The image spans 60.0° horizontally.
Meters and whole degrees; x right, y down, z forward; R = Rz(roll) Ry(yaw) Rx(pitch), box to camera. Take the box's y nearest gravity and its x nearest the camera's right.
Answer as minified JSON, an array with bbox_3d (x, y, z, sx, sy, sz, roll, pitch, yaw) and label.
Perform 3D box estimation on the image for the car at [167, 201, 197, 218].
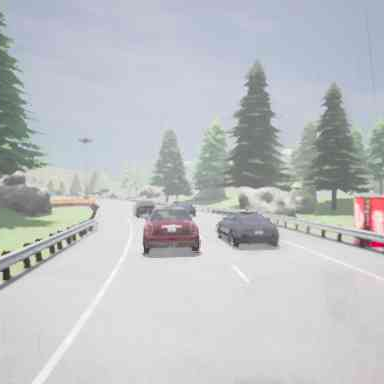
[{"bbox_3d":[-1.025,1.611,31.971,1.994,1.385,4.181,0,0,-15],"label":"car"}]

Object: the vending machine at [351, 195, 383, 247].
[{"bbox_3d":[7.483,1.190,14.000,1.100,2.100,0.880,0,0,-7],"label":"vending machine"}]

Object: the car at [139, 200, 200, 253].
[{"bbox_3d":[-0.963,1.374,13.980,2.097,1.767,4.553,0,0,-6],"label":"car"}]

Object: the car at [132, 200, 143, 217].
[{"bbox_3d":[-4.566,1.563,31.736,1.837,1.490,4.892,0,0,-16],"label":"car"}]

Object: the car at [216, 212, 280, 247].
[{"bbox_3d":[2.405,1.577,15.186,1.994,1.385,4.181,0,0,-7],"label":"car"}]
